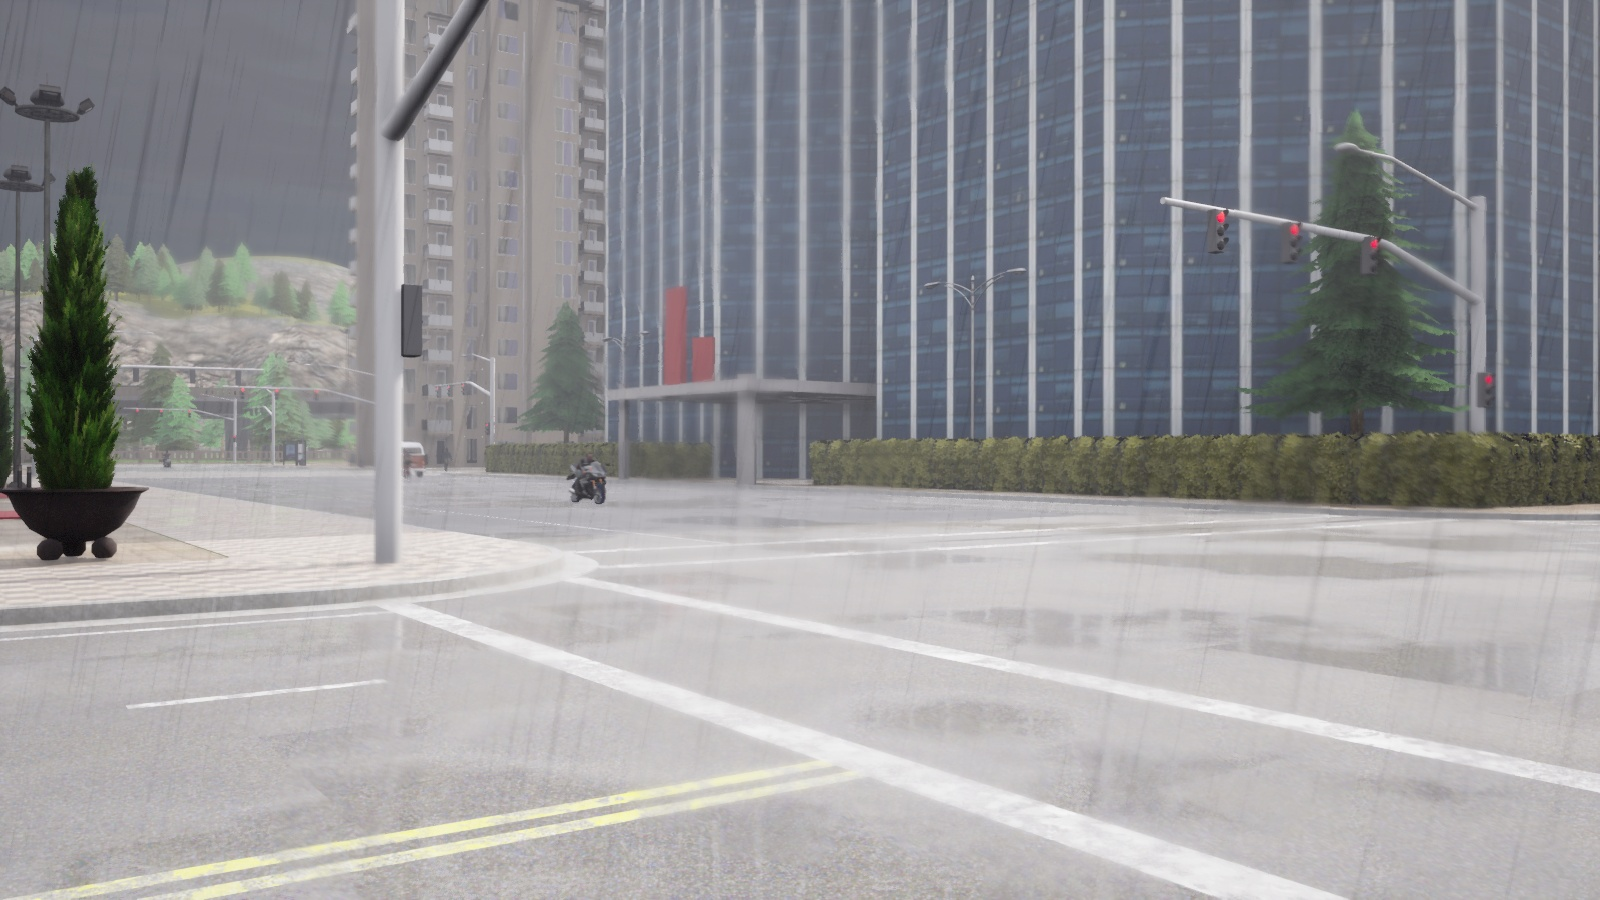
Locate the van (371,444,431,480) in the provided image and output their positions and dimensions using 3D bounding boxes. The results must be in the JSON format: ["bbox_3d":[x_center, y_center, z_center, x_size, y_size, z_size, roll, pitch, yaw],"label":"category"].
[{"bbox_3d":[-23.235,0.696,73.072,2.069,2.038,4.480,0,0,-35],"label":"van"}]

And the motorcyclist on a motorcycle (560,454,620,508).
[{"bbox_3d":[-6.168,0.883,36.769,0.866,1.530,2.191,0,0,-35],"label":"motorcyclist on a motorcycle"}]
